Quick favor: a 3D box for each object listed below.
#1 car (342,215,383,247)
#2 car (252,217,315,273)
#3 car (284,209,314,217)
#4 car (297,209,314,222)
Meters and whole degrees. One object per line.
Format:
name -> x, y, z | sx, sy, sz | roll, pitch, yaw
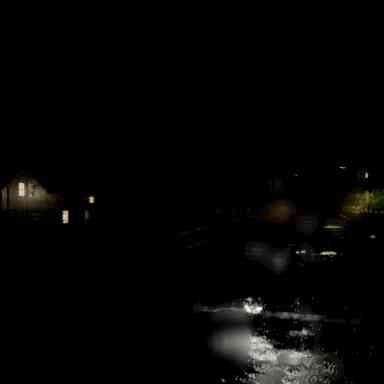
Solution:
car -> 9.127, 1.957, 17.534 | 1.882, 1.535, 5.008 | -3, -3, 20
car -> 3.453, 1.920, 12.381 | 2.128, 1.511, 4.902 | -3, -3, 20
car -> 6.623, 2.054, 21.075 | 2.097, 1.767, 4.553 | -3, -3, 21
car -> 14.200, 2.863, 41.640 | 1.812, 1.442, 4.674 | -3, -3, 20
